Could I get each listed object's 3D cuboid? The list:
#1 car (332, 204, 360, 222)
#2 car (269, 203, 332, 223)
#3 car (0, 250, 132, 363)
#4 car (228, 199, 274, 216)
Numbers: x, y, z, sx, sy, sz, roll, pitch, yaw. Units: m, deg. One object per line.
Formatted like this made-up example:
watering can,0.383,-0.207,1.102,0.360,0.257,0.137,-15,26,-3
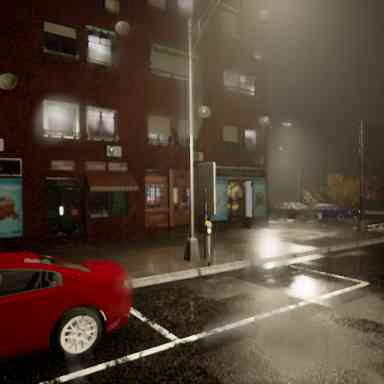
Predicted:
car,11.585,1.686,27.953,1.895,1.301,4.718,-1,0,-35
car,8.285,1.628,27.018,2.128,1.511,4.902,-1,0,-33
car,-3.046,1.545,4.401,4.507,1.381,1.887,0,-1,-35
car,6.228,1.625,35.616,1.882,1.535,5.008,-1,0,-35
